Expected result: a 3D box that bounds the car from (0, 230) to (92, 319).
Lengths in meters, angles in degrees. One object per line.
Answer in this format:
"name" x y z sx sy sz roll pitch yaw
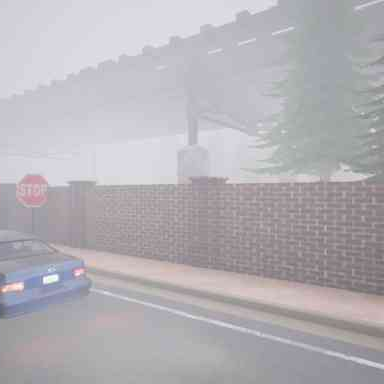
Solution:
"car" -4.479 1.548 7.194 5.357 1.411 2.033 0 0 35
